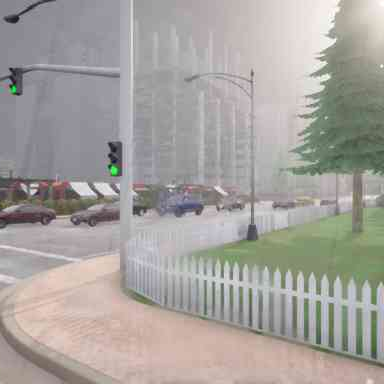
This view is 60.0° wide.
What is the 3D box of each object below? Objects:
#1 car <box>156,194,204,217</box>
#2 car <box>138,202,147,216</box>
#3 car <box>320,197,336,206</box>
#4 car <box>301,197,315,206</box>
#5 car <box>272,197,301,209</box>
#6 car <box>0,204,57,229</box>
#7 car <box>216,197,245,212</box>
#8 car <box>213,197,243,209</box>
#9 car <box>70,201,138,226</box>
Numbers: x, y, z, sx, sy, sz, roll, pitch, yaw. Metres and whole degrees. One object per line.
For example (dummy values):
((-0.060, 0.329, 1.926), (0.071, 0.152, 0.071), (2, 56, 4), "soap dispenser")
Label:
((-0.982, 1.221, 31.365), (2.150, 2.045, 5.566), (0, 0, 34), "car")
((-6.188, 1.478, 29.900), (1.882, 1.535, 5.008), (0, 0, 34), "car")
((21.082, 1.526, 51.258), (1.812, 1.442, 4.674), (0, 0, 34), "car")
((18.251, 1.478, 53.319), (1.882, 1.535, 5.008), (0, 0, 34), "car")
((12.455, 1.547, 44.709), (2.033, 1.411, 5.357), (0, 0, 34), "car")
((-11.405, 1.526, 22.152), (1.812, 1.442, 4.674), (0, 0, 36), "car")
((4.650, 1.492, 39.707), (2.128, 1.511, 4.902), (0, 0, 34), "car")
((5.162, 1.492, 46.685), (2.128, 1.511, 4.902), (0, 0, 34), "car")
((-6.290, 1.526, 23.444), (1.812, 1.442, 4.674), (0, 0, 34), "car")
